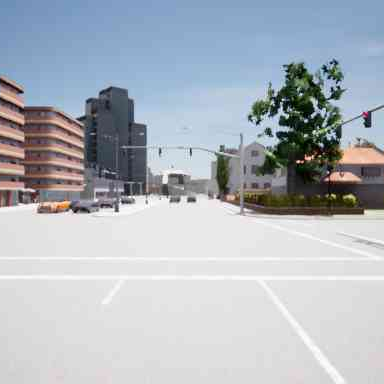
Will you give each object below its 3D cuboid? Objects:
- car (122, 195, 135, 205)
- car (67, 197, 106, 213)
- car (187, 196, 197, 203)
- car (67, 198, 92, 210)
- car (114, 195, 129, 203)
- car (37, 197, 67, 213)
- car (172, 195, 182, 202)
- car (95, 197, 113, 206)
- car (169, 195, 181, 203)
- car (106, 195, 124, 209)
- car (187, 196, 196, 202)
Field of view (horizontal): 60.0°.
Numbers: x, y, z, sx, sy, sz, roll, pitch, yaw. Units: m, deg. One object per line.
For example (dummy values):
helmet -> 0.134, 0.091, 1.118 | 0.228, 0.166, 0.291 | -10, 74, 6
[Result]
car -> -11.622, 1.572, 60.981 | 2.033, 1.411, 5.357 | 0, 0, 0
car -> -11.636, 1.562, 37.065 | 2.033, 1.411, 5.357 | 0, 0, 0
car -> -0.079, 1.505, 68.233 | 1.882, 1.535, 5.008 | 0, 0, 0
car -> -15.146, 1.580, 45.151 | 1.994, 1.385, 4.181 | 0, 0, 0
car -> -15.082, 1.462, 71.614 | 2.128, 1.511, 4.902 | 0, 0, 0
car -> -15.135, 1.367, 36.518 | 2.097, 1.767, 4.553 | 0, 0, 0
car -> -3.591, 1.524, 78.646 | 2.128, 1.511, 4.902 | 0, 0, 0
car -> -15.137, 1.549, 57.621 | 1.812, 1.442, 4.674 | 0, 0, 0
car -> -3.579, 1.519, 68.229 | 2.128, 1.511, 4.902 | 0, 0, 0
car -> -11.644, 1.566, 47.139 | 2.033, 1.411, 5.357 | 0, 0, 0
car -> -0.091, 1.552, 78.650 | 1.994, 1.385, 4.181 | 0, 0, 0
